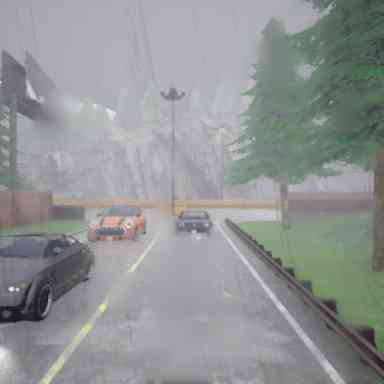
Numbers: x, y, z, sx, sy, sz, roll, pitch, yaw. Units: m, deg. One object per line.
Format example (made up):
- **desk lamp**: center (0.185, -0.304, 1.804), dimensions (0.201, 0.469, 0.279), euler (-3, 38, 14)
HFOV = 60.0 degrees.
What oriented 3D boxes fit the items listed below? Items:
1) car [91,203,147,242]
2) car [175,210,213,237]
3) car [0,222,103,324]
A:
- **car**: center (-3.513, 1.397, 16.429), dimensions (2.097, 1.767, 4.553), euler (0, 0, 0)
- **car**: center (0.101, 1.653, 18.502), dimensions (1.895, 1.301, 4.718), euler (0, 0, 0)
- **car**: center (-3.563, 1.584, 7.151), dimensions (1.994, 1.385, 4.181), euler (0, 0, 1)
